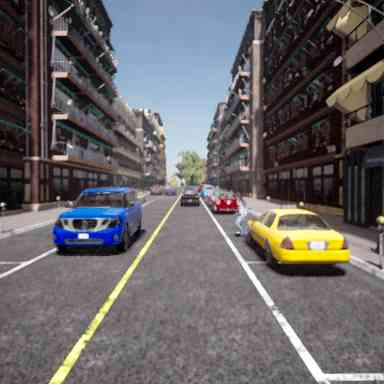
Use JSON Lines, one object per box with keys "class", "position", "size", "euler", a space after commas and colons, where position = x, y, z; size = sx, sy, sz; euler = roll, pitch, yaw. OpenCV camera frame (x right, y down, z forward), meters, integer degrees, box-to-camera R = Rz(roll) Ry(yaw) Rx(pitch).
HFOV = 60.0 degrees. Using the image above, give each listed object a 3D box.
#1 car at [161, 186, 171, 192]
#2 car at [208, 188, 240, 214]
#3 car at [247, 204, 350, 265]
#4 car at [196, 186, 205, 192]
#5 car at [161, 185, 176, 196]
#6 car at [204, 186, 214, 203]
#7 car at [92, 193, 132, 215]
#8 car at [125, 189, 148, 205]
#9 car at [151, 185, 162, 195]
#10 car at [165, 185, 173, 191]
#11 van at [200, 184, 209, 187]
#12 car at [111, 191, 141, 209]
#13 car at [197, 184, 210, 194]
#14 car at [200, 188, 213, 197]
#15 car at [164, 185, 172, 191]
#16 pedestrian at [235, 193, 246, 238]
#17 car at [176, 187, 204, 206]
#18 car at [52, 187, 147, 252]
{"class": "car", "position": [-6.297, -0.783, 81.472], "size": [2.008, 1.369, 4.403], "euler": [1, 2, 0]}
{"class": "car", "position": [2.515, 0.715, 24.902], "size": [1.967, 1.590, 4.097], "euler": [1, 2, 0]}
{"class": "car", "position": [2.922, 1.150, 10.343], "size": [1.801, 1.575, 5.366], "euler": [0, 2, 0]}
{"class": "car", "position": [2.083, -0.791, 81.497], "size": [2.008, 1.369, 4.403], "euler": [1, 2, 0]}
{"class": "car", "position": [-3.479, -0.005, 54.486], "size": [1.994, 1.385, 4.181], "euler": [0, 2, 0]}
{"class": "car", "position": [2.471, 0.552, 30.560], "size": [1.967, 1.590, 4.097], "euler": [1, 2, 0]}
{"class": "car", "position": [-5.867, 0.827, 24.882], "size": [1.887, 1.381, 4.507], "euler": [1, 2, 0]}
{"class": "car", "position": [-5.952, 0.487, 36.029], "size": [1.752, 1.417, 4.829], "euler": [1, 2, 0]}
{"class": "car", "position": [-6.122, -0.375, 58.830], "size": [2.192, 1.841, 5.009], "euler": [1, 2, 0]}
{"class": "car", "position": [-6.383, -1.110, 92.791], "size": [1.887, 1.381, 4.507], "euler": [1, 2, 0]}
{"class": "van", "position": [2.343, -0.034, 47.535], "size": [1.690, 1.788, 3.998], "euler": [1, 2, 0]}
{"class": "car", "position": [-5.908, 0.650, 30.370], "size": [1.752, 1.417, 4.829], "euler": [1, 2, 0]}
{"class": "car", "position": [2.215, -0.543, 64.512], "size": [2.192, 1.841, 5.009], "euler": [1, 2, 0]}
{"class": "car", "position": [2.297, 0.045, 53.201], "size": [1.802, 1.307, 4.206], "euler": [1, 2, 0]}
{"class": "car", "position": [-6.340, -0.964, 86.962], "size": [1.752, 1.417, 4.829], "euler": [1, 2, 0]}
{"class": "pedestrian", "position": [2.028, 0.904, 13.292], "size": [0.375, 1.860, 0.375], "euler": [1, 1, -3]}
{"class": "car", "position": [-0.176, 0.537, 32.973], "size": [2.128, 1.511, 4.902], "euler": [0, 2, 0]}
{"class": "car", "position": [-3.196, 0.859, 12.484], "size": [2.150, 2.045, 5.566], "euler": [0, 2, 0]}
